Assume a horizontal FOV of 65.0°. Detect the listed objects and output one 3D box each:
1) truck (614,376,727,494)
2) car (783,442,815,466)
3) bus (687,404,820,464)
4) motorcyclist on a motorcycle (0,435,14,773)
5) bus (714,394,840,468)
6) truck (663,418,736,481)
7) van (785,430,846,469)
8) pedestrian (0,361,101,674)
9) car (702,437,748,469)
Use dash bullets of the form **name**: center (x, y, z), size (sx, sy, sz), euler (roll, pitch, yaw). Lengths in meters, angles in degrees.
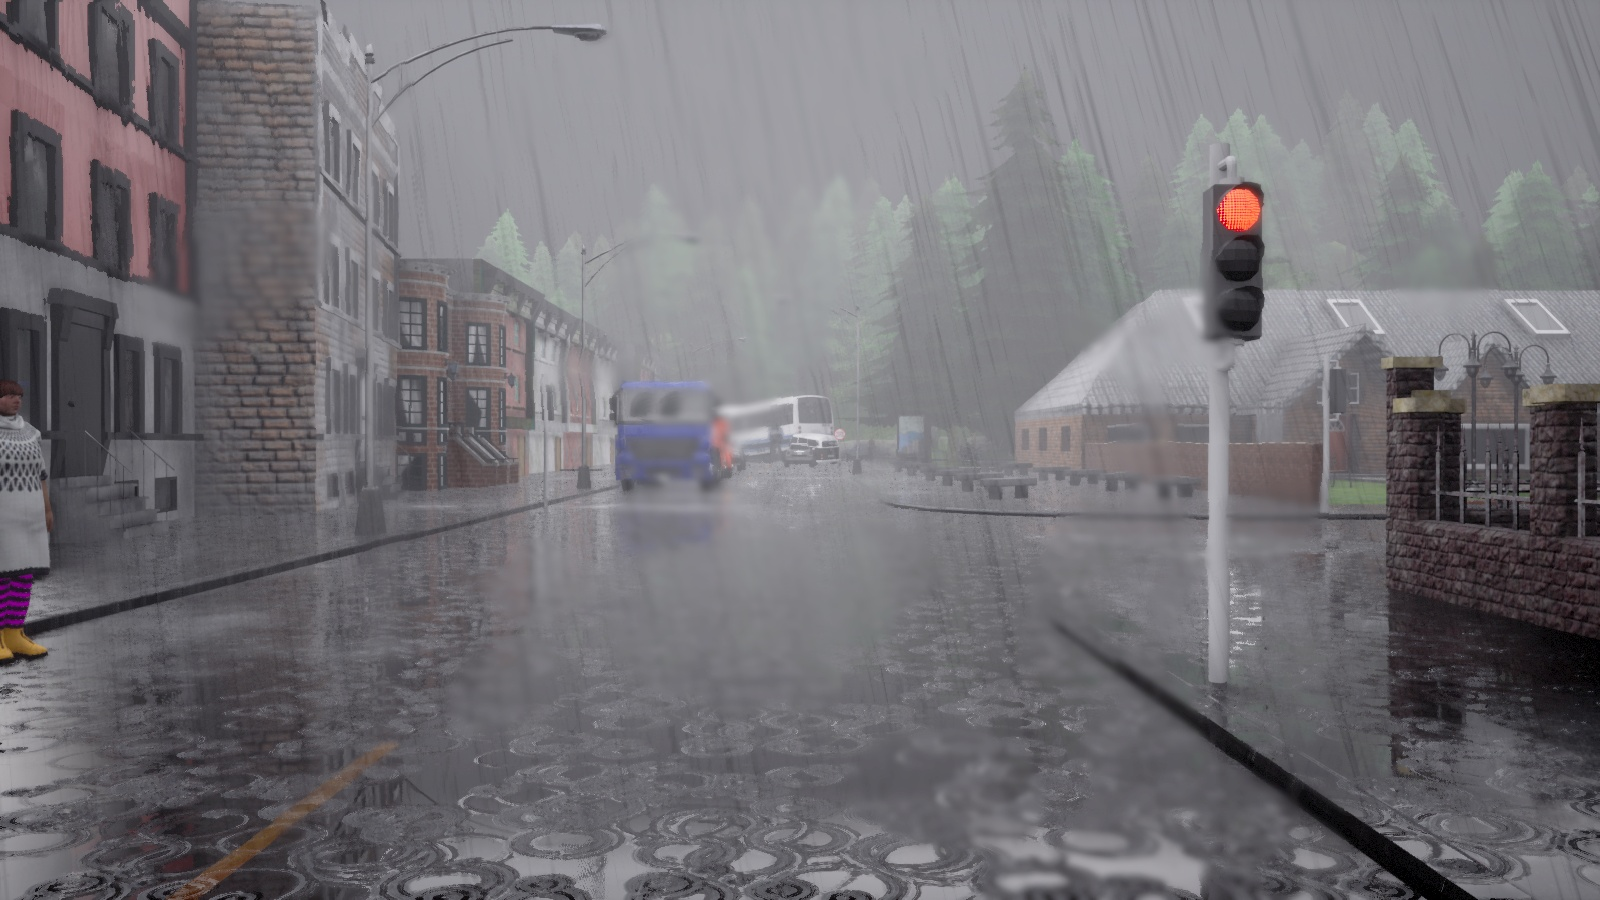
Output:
- **truck**: center (-4.047, -0.470, 41.022), size (2.891, 3.462, 7.936), euler (0, 0, 0)
- **car**: center (-0.034, 0.264, 79.399), size (1.970, 1.475, 3.806), euler (0, 0, 0)
- **bus**: center (-3.527, -1.173, 97.655), size (3.944, 4.253, 10.273), euler (-3, -2, 45)
- **motorcyclist on a motorcycle**: center (-4.001, 0.699, 4.738), size (0.797, 1.523, 2.044), euler (0, 0, 0)
- **bus**: center (-1.806, -1.247, 90.469), size (3.944, 4.253, 10.273), euler (0, -5, -34)
- **truck**: center (-4.061, -0.035, 51.564), size (2.627, 2.467, 5.204), euler (0, 0, 0)
- **van**: center (0.969, -0.084, 83.442), size (2.069, 2.038, 4.480), euler (-5, 8, -29)
- **pedestrian**: center (-5.228, 0.420, 8.297), size (0.873, 1.952, 0.659), euler (0, 0, 21)
- **car**: center (-4.042, 0.136, 68.438), size (2.152, 1.651, 5.027), euler (0, 0, 0)
